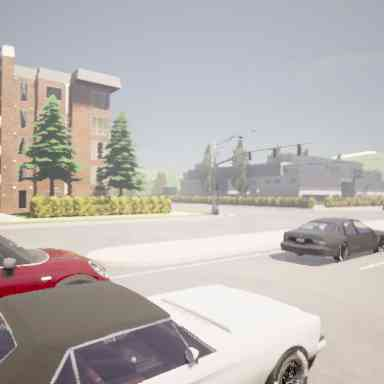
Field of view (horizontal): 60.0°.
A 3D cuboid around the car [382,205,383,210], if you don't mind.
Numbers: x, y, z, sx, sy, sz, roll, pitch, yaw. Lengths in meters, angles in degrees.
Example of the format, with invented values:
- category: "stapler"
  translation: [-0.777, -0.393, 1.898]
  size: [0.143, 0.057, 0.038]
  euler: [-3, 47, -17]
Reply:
- category: "car"
  translation: [33.511, 2.256, 55.298]
  size: [4.892, 1.490, 1.837]
  euler: [1, -1, -38]

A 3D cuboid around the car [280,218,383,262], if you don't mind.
- category: "car"
  translation: [5.626, 1.702, 12.792]
  size: [5.357, 1.411, 2.033]
  euler: [1, -1, -39]

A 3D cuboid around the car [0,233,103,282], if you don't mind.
- category: "car"
  translation: [-3.630, 1.363, 5.405]
  size: [4.553, 1.767, 2.097]
  euler: [1, -1, -38]

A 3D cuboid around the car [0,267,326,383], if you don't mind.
- category: "car"
  translation: [-0.716, 1.621, 3.240]
  size: [4.718, 1.301, 1.895]
  euler: [1, -1, -38]
